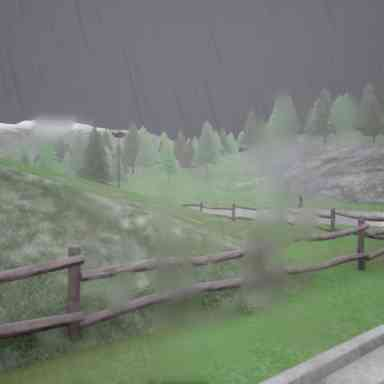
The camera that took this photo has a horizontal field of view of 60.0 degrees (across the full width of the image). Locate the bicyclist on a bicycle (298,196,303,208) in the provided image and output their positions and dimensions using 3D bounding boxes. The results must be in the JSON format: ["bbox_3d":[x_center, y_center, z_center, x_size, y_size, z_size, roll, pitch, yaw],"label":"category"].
[{"bbox_3d":[14.321,1.297,43.832,0.582,1.620,1.656,0,0,34],"label":"bicyclist on a bicycle"}]
